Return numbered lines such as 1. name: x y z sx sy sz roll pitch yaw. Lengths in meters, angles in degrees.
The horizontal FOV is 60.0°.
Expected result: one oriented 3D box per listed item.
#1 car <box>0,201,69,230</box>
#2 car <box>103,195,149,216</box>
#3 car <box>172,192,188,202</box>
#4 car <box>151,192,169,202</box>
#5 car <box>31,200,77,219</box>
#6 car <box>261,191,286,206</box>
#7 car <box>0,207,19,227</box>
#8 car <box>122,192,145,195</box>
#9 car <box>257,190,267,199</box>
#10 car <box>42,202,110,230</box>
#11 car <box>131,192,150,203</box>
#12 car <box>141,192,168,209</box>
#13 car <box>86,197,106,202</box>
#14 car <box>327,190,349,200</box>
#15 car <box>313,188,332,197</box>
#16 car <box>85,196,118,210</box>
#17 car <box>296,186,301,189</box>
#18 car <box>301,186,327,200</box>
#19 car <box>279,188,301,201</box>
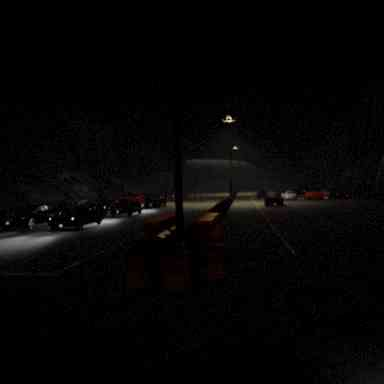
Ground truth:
1. car: -10.850 1.616 22.722 2.128 1.511 4.902 -1 1 9
2. car: -6.043 1.398 31.092 2.128 1.511 4.902 -1 1 9
3. car: -1.985 0.711 56.793 2.097 1.767 4.553 -1 1 9
4. car: -5.449 0.746 57.299 1.837 1.490 4.892 -1 1 9
5. car: -13.014 1.617 31.759 1.812 1.442 4.674 -1 1 9
6. car: 9.574 0.956 39.225 1.895 1.301 4.718 -1 1 9
7. car: -14.352 1.819 22.955 1.895 1.301 4.718 -1 1 9
8. car: -7.853 1.015 42.332 2.150 2.045 5.566 -1 1 9
9. car: 12.711 0.325 59.756 1.882 1.535 5.008 -1 1 9
10. car: -7.438 1.641 21.873 1.895 1.301 4.718 -1 1 8
11. car: -8.899 0.944 57.865 2.097 1.767 4.553 -1 1 9
12. car: -4.467 1.211 41.283 2.128 1.511 4.902 -1 1 9
13. car: -9.463 1.518 31.878 1.812 1.442 4.674 -1 1 9
14. car: 21.653 0.420 49.338 1.895 1.301 4.718 -1 1 9
15. car: 23.169 0.099 59.191 2.033 1.411 5.357 -1 1 9
16. car: -11.394 1.391 42.275 2.128 1.511 4.902 -1 1 9
17. car: 19.707 -0.138 59.747 2.150 2.045 5.566 -1 1 9
18. car: 18.179 0.262 49.809 2.097 1.767 4.553 -1 1 9
19. car: 14.730 0.524 50.373 1.812 1.442 4.674 -1 1 9
